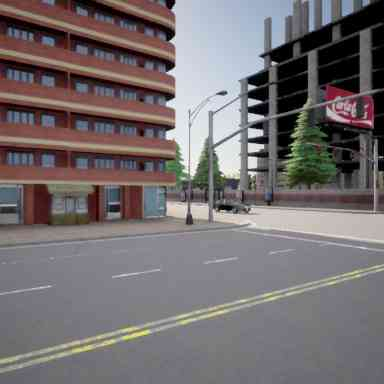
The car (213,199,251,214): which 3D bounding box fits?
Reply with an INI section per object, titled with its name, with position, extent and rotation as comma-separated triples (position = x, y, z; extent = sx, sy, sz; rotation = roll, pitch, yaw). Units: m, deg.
[car]
position = 4.209, 1.491, 35.904
extent = 2.128, 1.511, 4.902
rotation = 0, 0, -35
